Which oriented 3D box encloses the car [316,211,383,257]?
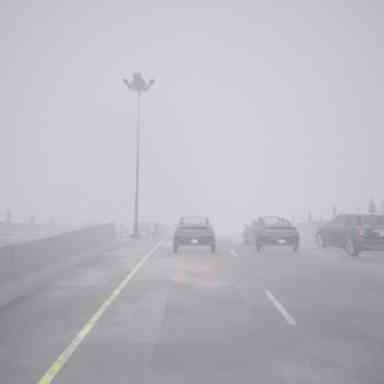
[{"bbox_3d":[7.099,1.692,14.457,2.097,1.767,4.553,0,-3,0],"label":"car"}]

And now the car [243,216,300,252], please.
[{"bbox_3d":[3.598,1.905,15.745,2.128,1.511,4.902,0,-3,0],"label":"car"}]

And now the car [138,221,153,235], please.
[{"bbox_3d":[-7.061,5.236,49.035,2.150,2.045,5.566,0,-7,1],"label":"car"}]

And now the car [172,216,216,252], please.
[{"bbox_3d":[0.098,1.904,15.733,2.128,1.511,4.902,0,-3,0],"label":"car"}]

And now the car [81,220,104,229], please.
[{"bbox_3d":[-14.070,5.089,47.852,2.150,2.045,5.566,0,-7,0],"label":"car"}]

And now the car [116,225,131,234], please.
[{"bbox_3d":[-10.556,5.726,50.796,2.128,1.511,4.902,0,-7,0],"label":"car"}]
